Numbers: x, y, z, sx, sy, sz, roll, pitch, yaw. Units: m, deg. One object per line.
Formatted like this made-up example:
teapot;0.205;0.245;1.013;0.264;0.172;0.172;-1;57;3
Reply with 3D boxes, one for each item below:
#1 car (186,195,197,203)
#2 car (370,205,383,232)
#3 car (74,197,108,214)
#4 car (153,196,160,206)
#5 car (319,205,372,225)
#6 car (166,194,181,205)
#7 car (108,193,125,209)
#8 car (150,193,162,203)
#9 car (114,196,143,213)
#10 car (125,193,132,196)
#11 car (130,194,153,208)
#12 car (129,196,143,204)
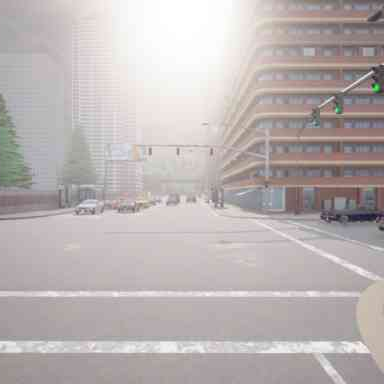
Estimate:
car;-0.112;1.350;69.683;2.097;1.767;4.553;0;0;0
car;11.700;1.492;15.845;5.357;1.411;2.033;0;0;-10
car;-10.655;1.526;34.933;1.812;1.442;4.674;0;0;2
car;-7.175;1.491;56.588;2.128;1.511;4.902;0;0;0
car;11.385;1.545;23.200;4.718;1.301;1.895;0;0;-13
car;-3.493;1.547;58.193;2.033;1.411;5.357;0;0;0
car;-10.669;1.352;43.879;2.097;1.767;4.553;0;0;0
car;-7.132;1.526;66.812;1.812;1.442;4.674;0;0;0
car;-7.145;1.526;37.770;1.812;1.442;4.674;0;0;0
car;-10.679;1.221;53.608;2.150;2.045;5.566;0;0;0
car;-7.173;1.477;47.109;1.882;1.535;5.008;0;0;0
car;-10.646;1.505;64.025;1.837;1.490;4.892;0;0;0
